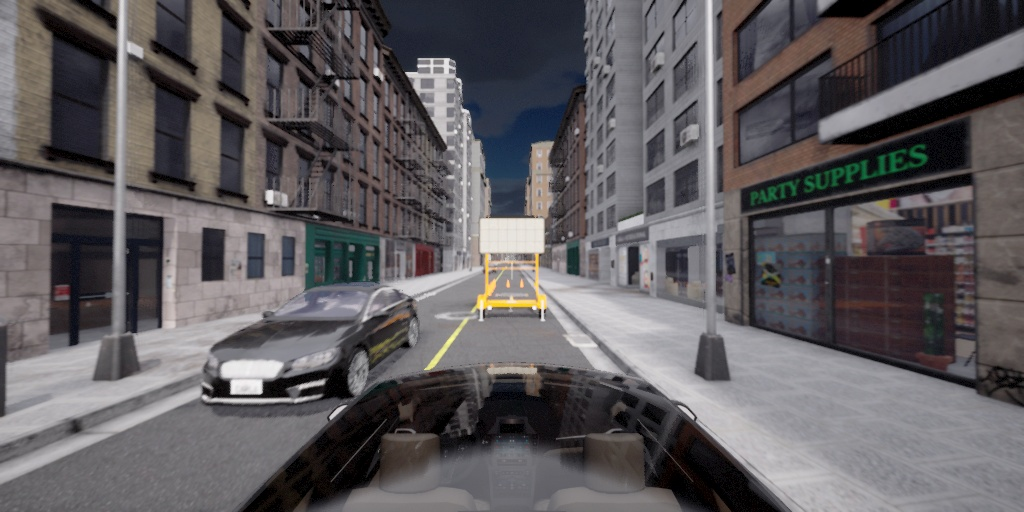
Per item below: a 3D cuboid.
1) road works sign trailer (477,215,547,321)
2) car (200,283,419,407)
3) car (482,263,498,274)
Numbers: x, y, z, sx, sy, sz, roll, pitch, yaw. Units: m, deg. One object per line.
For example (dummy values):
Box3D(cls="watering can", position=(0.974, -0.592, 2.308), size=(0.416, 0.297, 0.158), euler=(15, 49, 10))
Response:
Box3D(cls="road works sign trailer", position=(0.001, 0.329, 13.015), size=(2.380, 3.560, 2.880), euler=(0, 0, 0))
Box3D(cls="car", position=(-3.103, 1.292, 6.646), size=(2.128, 1.511, 4.902), euler=(0, -1, 0))
Box3D(cls="car", position=(-3.110, 1.757, 50.508), size=(1.812, 1.442, 4.674), euler=(0, -1, 0))
